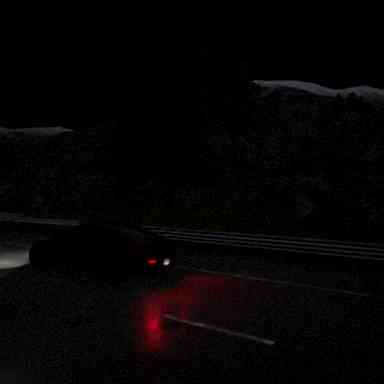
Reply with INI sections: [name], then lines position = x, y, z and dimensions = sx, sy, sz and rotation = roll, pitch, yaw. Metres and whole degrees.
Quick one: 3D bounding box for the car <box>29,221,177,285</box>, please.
[car]
position = -2.611, 1.549, 9.497
dimensions = 4.674, 1.442, 1.812
rotation = 0, 0, 31
